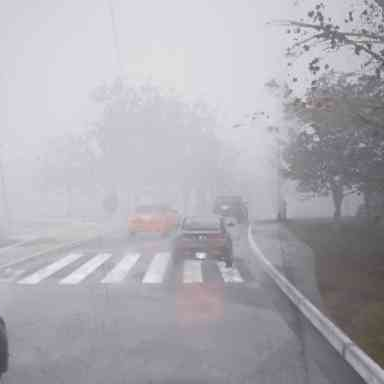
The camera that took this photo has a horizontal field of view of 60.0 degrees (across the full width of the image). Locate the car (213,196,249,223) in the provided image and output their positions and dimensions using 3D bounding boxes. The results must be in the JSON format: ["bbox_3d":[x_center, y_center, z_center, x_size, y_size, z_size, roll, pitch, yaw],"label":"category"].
[{"bbox_3d":[3.078,1.333,26.075,2.150,2.045,5.566,-1,-2,16],"label":"car"}]

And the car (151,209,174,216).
[{"bbox_3d":[-6.337,4.471,72.407,4.902,1.511,2.128,0,-4,1],"label":"car"}]

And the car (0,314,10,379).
[{"bbox_3d":[-3.136,1.357,1.974,2.097,1.767,4.553,0,0,0],"label":"car"}]

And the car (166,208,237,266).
[{"bbox_3d":[0.428,1.524,11.655,1.837,1.490,4.892,0,0,4],"label":"car"}]

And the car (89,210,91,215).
[{"bbox_3d":[-23.286,4.063,68.579,2.097,1.767,4.553,-3,-5,40],"label":"car"}]

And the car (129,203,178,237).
[{"bbox_3d":[-1.916,1.406,18.706,2.097,1.767,4.553,-1,0,9],"label":"car"}]

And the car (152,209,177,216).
[{"bbox_3d":[-6.209,4.688,75.639,5.357,1.411,2.033,0,-4,1],"label":"car"}]

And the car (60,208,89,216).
[{"bbox_3d":[-22.882,3.891,63.867,1.882,1.535,5.008,-3,-5,34],"label":"car"}]
